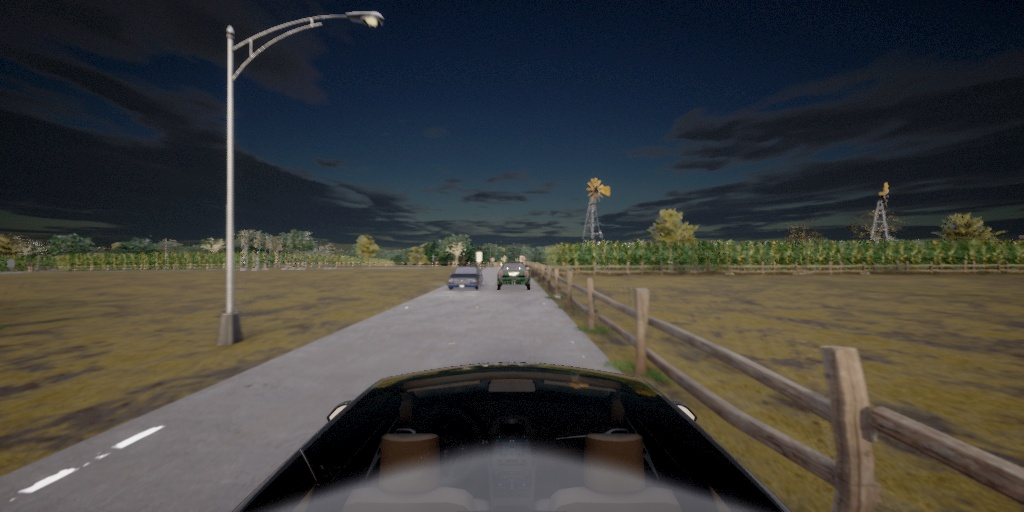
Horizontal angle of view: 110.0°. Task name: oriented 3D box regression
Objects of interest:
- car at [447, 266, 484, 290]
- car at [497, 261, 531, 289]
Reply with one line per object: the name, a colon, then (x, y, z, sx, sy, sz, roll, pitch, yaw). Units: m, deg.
car: (-2.822, 1.342, 22.935, 2.033, 1.411, 5.357, 0, 0, 0)
car: (0.104, 1.151, 23.882, 2.097, 1.767, 4.553, 0, 0, 0)
